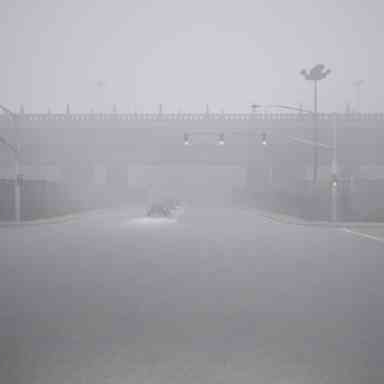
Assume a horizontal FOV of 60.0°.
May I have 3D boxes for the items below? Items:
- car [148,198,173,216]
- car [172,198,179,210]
[{"bbox_3d":[-3.228,1.604,33.040,1.895,1.301,4.718,0,0,1],"label":"car"},{"bbox_3d":[-3.122,1.509,42.910,1.837,1.490,4.892,0,0,1],"label":"car"}]
